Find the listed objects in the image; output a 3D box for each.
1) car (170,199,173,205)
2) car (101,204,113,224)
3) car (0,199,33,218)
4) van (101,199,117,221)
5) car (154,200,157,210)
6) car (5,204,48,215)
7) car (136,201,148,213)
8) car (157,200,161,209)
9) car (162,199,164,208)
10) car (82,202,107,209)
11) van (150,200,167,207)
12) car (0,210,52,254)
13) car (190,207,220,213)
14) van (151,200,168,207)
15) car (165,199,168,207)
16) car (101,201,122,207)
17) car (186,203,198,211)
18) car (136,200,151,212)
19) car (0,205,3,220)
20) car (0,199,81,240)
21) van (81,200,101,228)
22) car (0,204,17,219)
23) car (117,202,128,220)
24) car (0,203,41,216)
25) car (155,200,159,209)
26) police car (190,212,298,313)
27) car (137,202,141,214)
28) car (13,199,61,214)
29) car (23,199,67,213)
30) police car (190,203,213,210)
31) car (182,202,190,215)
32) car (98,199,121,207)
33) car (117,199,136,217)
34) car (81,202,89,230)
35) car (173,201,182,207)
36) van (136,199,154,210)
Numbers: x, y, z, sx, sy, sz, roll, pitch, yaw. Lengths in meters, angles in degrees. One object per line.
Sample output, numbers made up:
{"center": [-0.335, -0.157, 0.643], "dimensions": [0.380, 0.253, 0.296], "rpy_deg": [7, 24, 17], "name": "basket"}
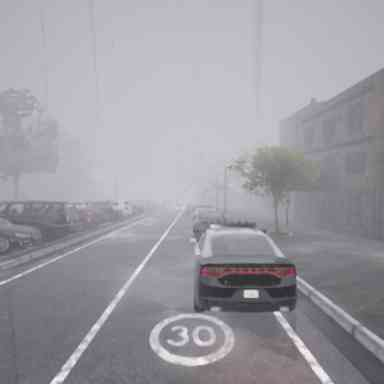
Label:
{"center": [-8.903, 3.156, 95.094], "dimensions": [5.566, 2.045, 2.435], "rpy_deg": [0, -1, 0], "name": "car"}
{"center": [-8.840, 1.871, 25.026], "dimensions": [4.892, 1.521, 2.231], "rpy_deg": [0, -1, 0], "name": "car"}
{"center": [-21.913, 1.891, 38.856], "dimensions": [5.566, 2.045, 2.435], "rpy_deg": [0, -1, 0], "name": "car"}
{"center": [-8.965, 1.699, 27.832], "dimensions": [4.442, 1.987, 1.878], "rpy_deg": [0, -1, 0], "name": "van"}
{"center": [-8.854, 2.546, 55.851], "dimensions": [4.792, 1.488, 2.163], "rpy_deg": [0, -1, 0], "name": "car"}
{"center": [-21.946, 2.297, 44.297], "dimensions": [4.674, 1.452, 2.002], "rpy_deg": [0, -1, 0], "name": "car"}
{"center": [-8.864, 2.263, 44.645], "dimensions": [5.008, 1.535, 2.097], "rpy_deg": [0, -1, 0], "name": "car"}
{"center": [-8.884, 2.643, 61.457], "dimensions": [5.008, 1.535, 2.097], "rpy_deg": [0, -1, 0], "name": "car"}
{"center": [-8.868, 2.709, 69.867], "dimensions": [4.553, 1.767, 2.185], "rpy_deg": [0, -1, 0], "name": "car"}
{"center": [-21.992, 2.955, 75.082], "dimensions": [4.892, 1.521, 2.231], "rpy_deg": [0, -1, 0], "name": "car"}
{"center": [-9.041, 3.054, 89.488], "dimensions": [4.442, 1.987, 1.878], "rpy_deg": [0, -1, 0], "name": "van"}
{"center": [-8.849, 1.660, 13.814], "dimensions": [4.892, 1.521, 2.231], "rpy_deg": [0, -1, 0], "name": "car"}
{"center": [0.977, 1.774, 17.985], "dimensions": [1.837, 1.490, 4.892], "rpy_deg": [0, -1, 0], "name": "car"}
{"center": [-9.044, 3.117, 92.290], "dimensions": [4.442, 1.987, 1.878], "rpy_deg": [0, -1, 0], "name": "van"}
{"center": [-8.878, 2.710, 75.475], "dimensions": [5.566, 2.045, 2.435], "rpy_deg": [0, -1, 0], "name": "car"}
{"center": [-22.192, 3.329, 91.734], "dimensions": [5.366, 1.575, 1.946], "rpy_deg": [0, -1, 0], "name": "car"}
{"center": [0.010, 2.675, 58.829], "dimensions": [1.994, 1.385, 4.181], "rpy_deg": [0, -1, 0], "name": "car"}
{"center": [-9.058, 2.323, 47.444], "dimensions": [5.366, 1.575, 1.946], "rpy_deg": [0, -1, 0], "name": "car"}
{"center": [-21.905, 2.061, 33.284], "dimensions": [4.792, 1.488, 2.163], "rpy_deg": [0, -1, 0], "name": "car"}
{"center": [-8.871, 1.459, 16.623], "dimensions": [5.566, 2.045, 2.435], "rpy_deg": [0, -1, 0], "name": "car"}
{"center": [-8.728, 1.590, 22.227], "dimensions": [4.442, 1.987, 1.878], "rpy_deg": [0, -1, 0], "name": "van"}
{"center": [-21.967, 2.116, 36.068], "dimensions": [4.792, 1.488, 2.163], "rpy_deg": [0, -1, 0], "name": "car"}
{"center": [-8.846, 1.979, 30.631], "dimensions": [5.008, 1.535, 2.097], "rpy_deg": [0, -1, 0], "name": "car"}
{"center": [-21.940, 2.201, 41.637], "dimensions": [5.008, 1.535, 2.097], "rpy_deg": [0, -1, 0], "name": "car"}
{"center": [-8.857, 2.610, 58.654], "dimensions": [4.792, 1.488, 2.163], "rpy_deg": [0, -1, 0], "name": "car"}
{"center": [0.976, 1.518, 8.080], "dimensions": [1.930, 1.638, 5.238], "rpy_deg": [0, -1, 0], "name": "police car"}
{"center": [-8.833, 2.175, 39.038], "dimensions": [4.792, 1.488, 2.163], "rpy_deg": [0, -1, 0], "name": "car"}
{"center": [-21.923, 2.070, 47.210], "dimensions": [5.566, 2.045, 2.435], "rpy_deg": [0, -1, 0], "name": "car"}
{"center": [-21.927, 2.130, 49.871], "dimensions": [5.566, 2.045, 2.435], "rpy_deg": [0, -1, 0], "name": "car"}
{"center": [0.978, 1.812, 24.105], "dimensions": [1.930, 1.638, 5.238], "rpy_deg": [0, -1, 0], "name": "police car"}
{"center": [0.048, 2.355, 45.163], "dimensions": [2.033, 1.411, 5.357], "rpy_deg": [0, -1, 1], "name": "car"}
{"center": [-22.032, 3.017, 88.964], "dimensions": [5.566, 2.045, 2.435], "rpy_deg": [0, -1, 0], "name": "car"}
{"center": [-8.884, 1.783, 33.439], "dimensions": [5.566, 2.045, 2.435], "rpy_deg": [0, -1, 0], "name": "car"}
{"center": [-8.811, 1.635, 19.421], "dimensions": [4.553, 1.767, 2.185], "rpy_deg": [0, -1, 0], "name": "car"}
{"center": [-3.238, 3.387, 89.278], "dimensions": [1.895, 1.301, 4.718], "rpy_deg": [0, -1, 0], "name": "car"}
{"center": [-8.763, 2.227, 53.055], "dimensions": [4.442, 1.987, 1.878], "rpy_deg": [0, -1, 0], "name": "van"}
